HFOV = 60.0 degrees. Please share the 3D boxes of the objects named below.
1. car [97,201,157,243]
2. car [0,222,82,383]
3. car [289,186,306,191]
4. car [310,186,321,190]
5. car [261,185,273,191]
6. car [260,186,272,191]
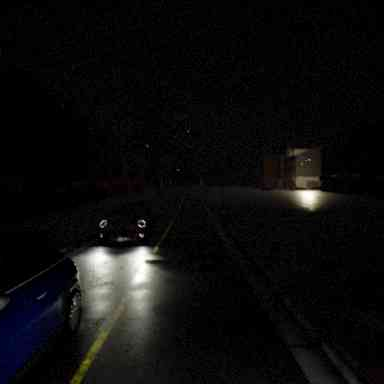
[{"bbox_3d":[-2.843,1.268,15.450,2.097,1.767,4.553,0,1,0],"label":"car"},{"bbox_3d":[-2.850,1.345,3.586,2.097,1.767,4.553,0,0,0],"label":"car"},{"bbox_3d":[26.521,-0.902,83.392,4.206,1.307,1.802,-1,1,0],"label":"car"},{"bbox_3d":[31.784,-0.968,83.393,4.313,1.339,1.947,-1,1,0],"label":"car"},{"bbox_3d":[18.751,-0.974,81.661,1.802,1.307,4.206,0,1,0],"label":"car"},{"bbox_3d":[18.761,-0.859,84.588,1.947,1.339,4.313,0,1,0],"label":"car"}]
